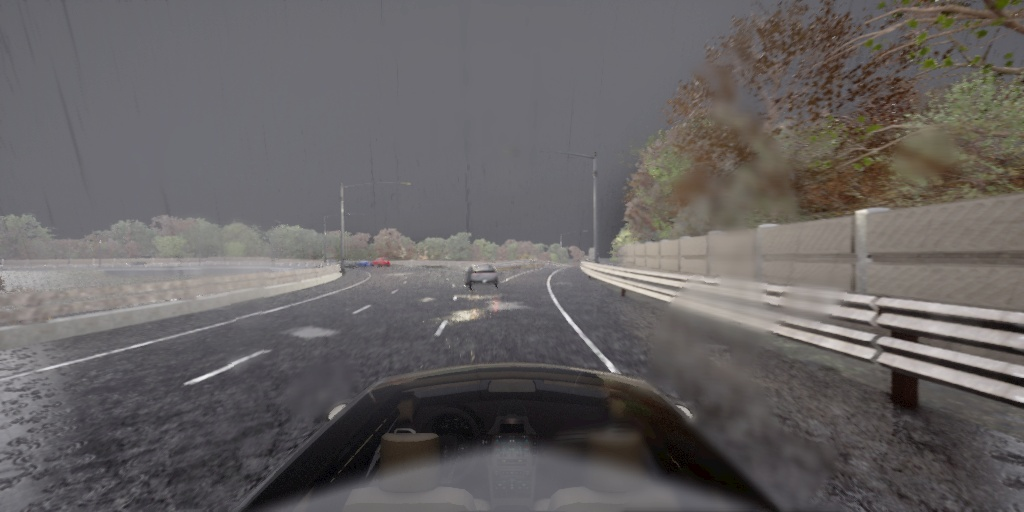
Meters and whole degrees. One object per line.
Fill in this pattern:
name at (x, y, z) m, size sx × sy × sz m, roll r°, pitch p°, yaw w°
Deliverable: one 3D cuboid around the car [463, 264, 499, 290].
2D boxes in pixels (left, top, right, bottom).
car at (-2.018, 1.260, 23.052) m, size 2.128 × 1.511 × 4.902 m, roll -1°, pitch 0°, yaw -11°
